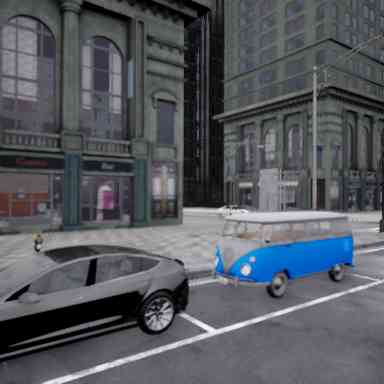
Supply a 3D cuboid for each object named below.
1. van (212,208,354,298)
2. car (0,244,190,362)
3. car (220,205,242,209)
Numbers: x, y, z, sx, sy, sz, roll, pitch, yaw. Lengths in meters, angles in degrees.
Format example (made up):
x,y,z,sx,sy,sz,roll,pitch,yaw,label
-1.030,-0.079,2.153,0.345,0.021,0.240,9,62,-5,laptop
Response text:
x,y,z,sx,sy,sz,roll,pitch,yaw,label
2.384,1.391,8.355,3.998,1.788,1.690,1,0,-36,van
-2.023,1.576,5.209,4.313,1.339,1.947,1,0,-36,car
4.453,2.141,35.067,1.812,1.442,4.674,0,-1,-35,car
